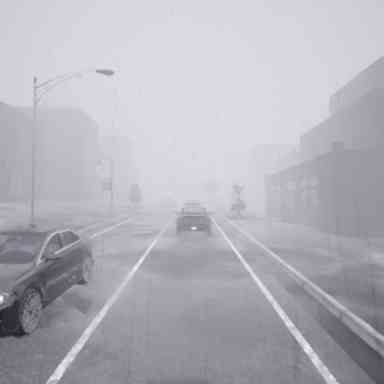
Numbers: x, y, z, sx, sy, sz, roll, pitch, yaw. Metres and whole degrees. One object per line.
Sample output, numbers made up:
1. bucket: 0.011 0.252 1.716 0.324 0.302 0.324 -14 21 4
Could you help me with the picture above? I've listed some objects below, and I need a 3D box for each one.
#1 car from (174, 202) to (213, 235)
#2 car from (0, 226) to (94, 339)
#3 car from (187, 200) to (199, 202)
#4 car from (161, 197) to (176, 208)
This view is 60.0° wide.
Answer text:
1. car: 0.103 1.544 18.909 1.837 1.490 4.892 0 0 0
2. car: -3.430 1.501 6.712 2.128 1.511 4.902 0 0 0
3. car: 0.115 1.616 36.981 1.837 1.490 4.892 0 0 0
4. car: -3.550 1.531 50.674 2.097 1.767 4.553 0 0 0
